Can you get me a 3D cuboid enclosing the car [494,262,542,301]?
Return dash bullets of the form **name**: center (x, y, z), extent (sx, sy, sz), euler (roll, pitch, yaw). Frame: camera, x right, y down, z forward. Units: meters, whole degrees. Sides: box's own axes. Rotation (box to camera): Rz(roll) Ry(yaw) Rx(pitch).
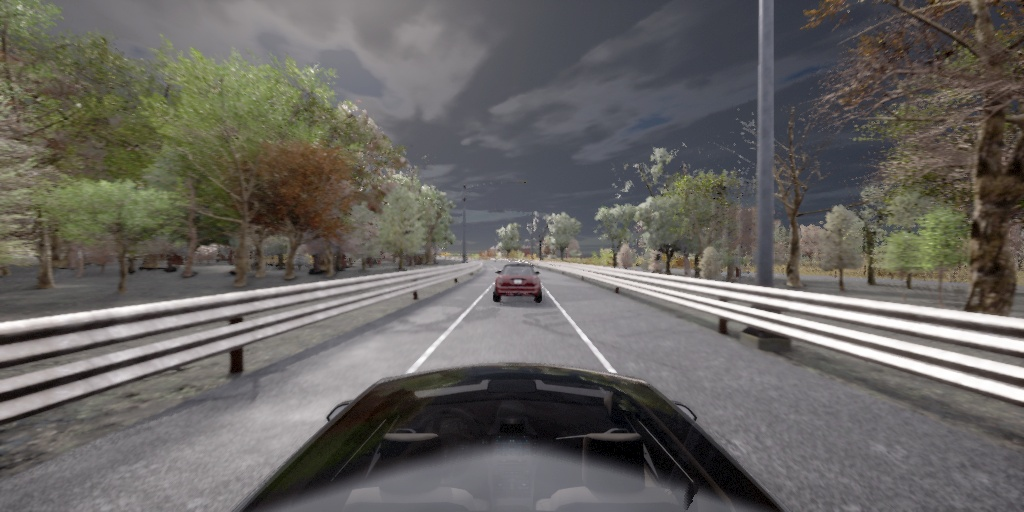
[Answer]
- **car**: center (0.293, 1.136, 17.616), extent (2.097, 1.767, 4.553), euler (0, 0, 1)
